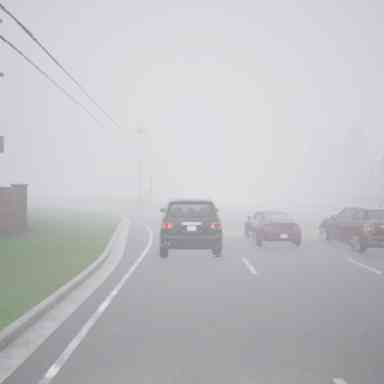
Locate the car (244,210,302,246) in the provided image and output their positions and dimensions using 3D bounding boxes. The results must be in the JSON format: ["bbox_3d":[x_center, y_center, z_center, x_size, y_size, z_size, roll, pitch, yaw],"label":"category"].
[{"bbox_3d":[3.584,1.542,15.218,1.812,1.442,4.674,0,0,0],"label":"car"}]

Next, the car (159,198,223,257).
[{"bbox_3d":[-0.098,1.236,13.179,2.150,2.045,5.566,0,0,-2],"label":"car"}]

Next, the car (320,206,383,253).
[{"bbox_3d":[7.077,1.367,13.876,2.097,1.767,4.553,0,0,0],"label":"car"}]
